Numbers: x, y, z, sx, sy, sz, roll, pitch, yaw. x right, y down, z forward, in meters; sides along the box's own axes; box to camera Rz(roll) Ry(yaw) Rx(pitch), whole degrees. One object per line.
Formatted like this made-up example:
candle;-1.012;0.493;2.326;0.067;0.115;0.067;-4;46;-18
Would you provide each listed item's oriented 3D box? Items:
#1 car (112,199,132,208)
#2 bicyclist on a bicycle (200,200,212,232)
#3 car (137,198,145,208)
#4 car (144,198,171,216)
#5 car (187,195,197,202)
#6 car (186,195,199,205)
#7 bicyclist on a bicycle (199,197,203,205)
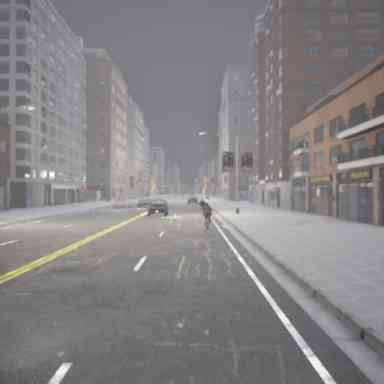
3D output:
car;-9.803;1.572;46.584;1.895;1.301;4.718;0;0;0
bicyclist on a bicycle;0.899;1.439;18.928;0.582;1.620;1.656;0;0;0
car;-6.551;1.534;47.098;1.994;1.385;4.181;0;0;0
car;-3.140;1.483;32.340;1.837;1.490;4.892;0;0;0
car;0.024;1.482;77.420;2.128;1.511;4.902;0;0;0
car;0.090;1.466;60.118;1.837;1.490;4.892;0;-1;0
bicyclist on a bicycle;0.901;1.351;29.403;0.659;1.776;1.843;0;0;0
